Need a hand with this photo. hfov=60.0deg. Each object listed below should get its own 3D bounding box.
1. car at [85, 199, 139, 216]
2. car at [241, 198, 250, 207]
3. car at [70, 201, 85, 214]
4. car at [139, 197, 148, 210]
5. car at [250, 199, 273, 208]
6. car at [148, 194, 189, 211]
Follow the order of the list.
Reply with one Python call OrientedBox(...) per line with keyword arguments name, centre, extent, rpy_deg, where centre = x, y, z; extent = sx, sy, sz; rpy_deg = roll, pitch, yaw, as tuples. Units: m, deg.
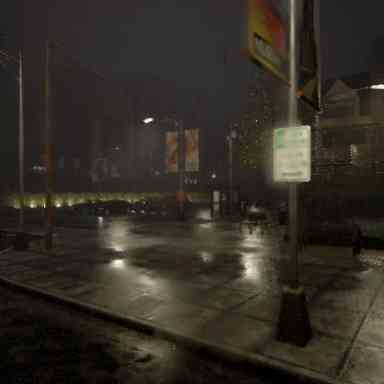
OrientedBox(name="car", centre=(-8.118, 1.555, 34.054), extent=(1.837, 1.490, 4.892), rpy_deg=(0, 0, 35))
OrientedBox(name="car", centre=(7.317, 1.570, 49.839), extent=(1.812, 1.442, 4.674), rpy_deg=(0, 0, 35))
OrientedBox(name="car", centre=(-10.907, 1.548, 36.174), extent=(2.128, 1.511, 4.902), rpy_deg=(0, 0, 35))
OrientedBox(name="car", centre=(-5.666, 1.409, 43.641), extent=(2.097, 1.767, 4.553), rpy_deg=(0, 0, 35))
OrientedBox(name="car", centre=(10.802, 1.639, 48.686), extent=(1.895, 1.301, 4.718), rpy_deg=(0, 0, 35))
OrientedBox(name="car", centre=(-2.558, 1.272, 41.972), extent=(2.150, 2.045, 5.566), rpy_deg=(0, 0, 35))
